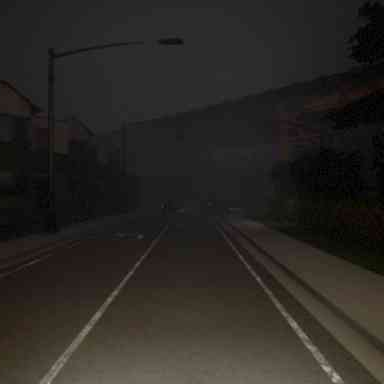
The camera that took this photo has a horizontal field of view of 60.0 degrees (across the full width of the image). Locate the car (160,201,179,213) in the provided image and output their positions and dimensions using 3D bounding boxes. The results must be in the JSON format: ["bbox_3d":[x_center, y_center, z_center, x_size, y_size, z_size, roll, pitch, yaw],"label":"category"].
[{"bbox_3d":[-2.781,1.861,42.214,1.812,1.442,4.674,0,0,5],"label":"car"}]

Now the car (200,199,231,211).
[{"bbox_3d":[3.374,1.726,47.177,4.553,1.767,2.097,0,-1,-40],"label":"car"}]
